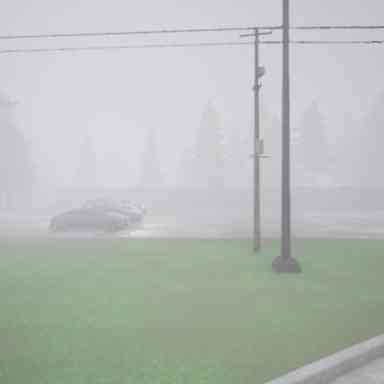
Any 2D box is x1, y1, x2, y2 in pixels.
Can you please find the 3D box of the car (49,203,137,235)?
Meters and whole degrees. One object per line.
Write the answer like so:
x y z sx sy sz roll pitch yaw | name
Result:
-5.368 1.480 17.806 4.181 1.385 1.994 0 0 2 | car

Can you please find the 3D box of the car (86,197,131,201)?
-6.031 1.232 24.825 4.553 1.767 2.097 0 0 2 | car

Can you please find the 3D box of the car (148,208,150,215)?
-5.935 1.213 28.324 4.553 1.767 2.097 0 0 2 | car

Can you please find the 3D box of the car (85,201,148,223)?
-5.249 1.461 21.304 4.181 1.385 1.994 0 0 2 | car
